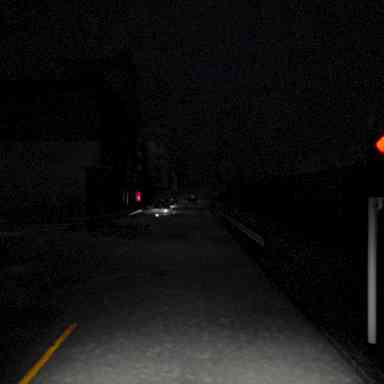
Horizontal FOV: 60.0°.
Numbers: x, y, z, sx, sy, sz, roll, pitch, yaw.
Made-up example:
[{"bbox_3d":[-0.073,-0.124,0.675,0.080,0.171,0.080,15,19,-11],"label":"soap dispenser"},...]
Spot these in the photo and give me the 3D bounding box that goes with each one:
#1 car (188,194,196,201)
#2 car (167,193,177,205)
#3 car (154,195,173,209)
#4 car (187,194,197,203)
[{"bbox_3d":[0.057,1.268,76.687,1.882,1.535,5.008,0,0,0],"label":"car"},{"bbox_3d":[-4.042,1.321,55.416,2.097,1.767,4.553,0,0,0],"label":"car"},{"bbox_3d":[-4.058,1.539,45.685,1.994,1.385,4.181,0,0,0],"label":"car"},{"bbox_3d":[0.051,1.455,66.267,2.128,1.511,4.902,0,0,0],"label":"car"}]
